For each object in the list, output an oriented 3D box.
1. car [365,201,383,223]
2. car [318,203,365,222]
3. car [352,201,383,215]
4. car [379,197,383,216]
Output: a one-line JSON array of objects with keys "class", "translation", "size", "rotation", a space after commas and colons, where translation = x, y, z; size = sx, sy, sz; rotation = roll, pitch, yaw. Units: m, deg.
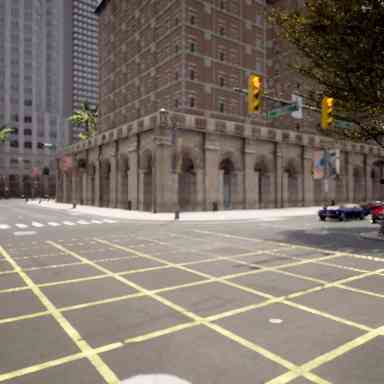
[{"class": "car", "translation": [15.271, 1.522, 24.682], "size": [5.008, 1.535, 1.882], "rotation": [0, 0, -35]}, {"class": "car", "translation": [12.238, 1.643, 26.822], "size": [4.718, 1.301, 1.895], "rotation": [0, 0, -35]}, {"class": "car", "translation": [19.439, 1.656, 35.864], "size": [4.718, 1.301, 1.895], "rotation": [0, 0, -36]}, {"class": "car", "translation": [20.508, 1.411, 32.635], "size": [4.553, 1.767, 2.097], "rotation": [0, 0, -36]}]
